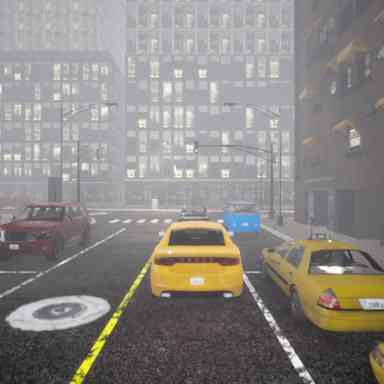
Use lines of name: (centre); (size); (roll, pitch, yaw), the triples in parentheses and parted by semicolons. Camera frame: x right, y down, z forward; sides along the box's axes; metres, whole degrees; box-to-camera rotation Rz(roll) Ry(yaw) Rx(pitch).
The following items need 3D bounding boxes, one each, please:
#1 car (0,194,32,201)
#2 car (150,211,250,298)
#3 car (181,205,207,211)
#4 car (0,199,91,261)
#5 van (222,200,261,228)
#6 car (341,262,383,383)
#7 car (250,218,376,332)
car: (-20.823, 1.110, 38.063); (5.009, 1.841, 2.192); (1, -1, 0)
car: (0.110, 1.479, 8.555); (1.882, 1.535, 5.008); (0, 0, 0)
car: (0.130, 1.496, 19.147); (2.128, 1.511, 4.902); (0, 0, 0)
car: (-5.295, 1.317, 12.426); (2.192, 1.841, 5.009); (0, 0, 0)
van: (2.593, 1.345, 18.055); (1.690, 1.788, 3.998); (0, 0, 0)
car: (2.570, 1.525, 1.304); (1.752, 1.417, 4.829); (0, 0, 0)
car: (2.577, 1.526, 6.944); (1.752, 1.417, 4.829); (0, 0, 0)
